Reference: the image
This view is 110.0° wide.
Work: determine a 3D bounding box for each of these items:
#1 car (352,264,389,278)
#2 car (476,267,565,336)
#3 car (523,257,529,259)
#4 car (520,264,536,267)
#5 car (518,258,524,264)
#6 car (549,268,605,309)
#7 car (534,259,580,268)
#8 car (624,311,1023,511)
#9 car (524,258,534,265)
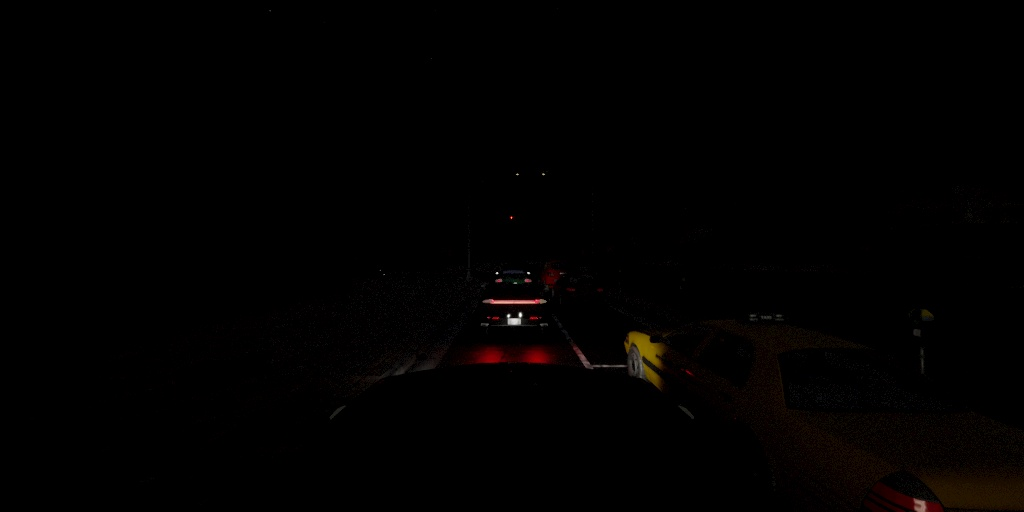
[{"bbox_3d":[-12.208,1.343,31.807,4.718,1.301,1.895,0,-1,0],"label":"car"},{"bbox_3d":[0.077,1.245,10.393,2.128,1.511,4.902,0,0,1],"label":"car"},{"bbox_3d":[2.721,1.403,62.960,1.888,1.381,4.507,0,0,0],"label":"car"},{"bbox_3d":[0.053,1.325,19.337,1.994,1.385,4.181,0,0,-1],"label":"car"},{"bbox_3d":[0.112,1.311,45.280,1.837,1.490,4.892,-1,0,-1],"label":"car"},{"bbox_3d":[2.656,1.338,14.770,1.802,1.307,4.207,0,0,0],"label":"car"},{"bbox_3d":[2.663,1.076,20.219,2.192,1.841,5.009,0,0,0],"label":"car"},{"bbox_3d":[2.642,1.276,4.042,1.751,1.417,4.829,0,0,0],"label":"car"},{"bbox_3d":[2.699,1.356,46.648,1.888,1.381,4.507,0,0,0],"label":"car"}]
